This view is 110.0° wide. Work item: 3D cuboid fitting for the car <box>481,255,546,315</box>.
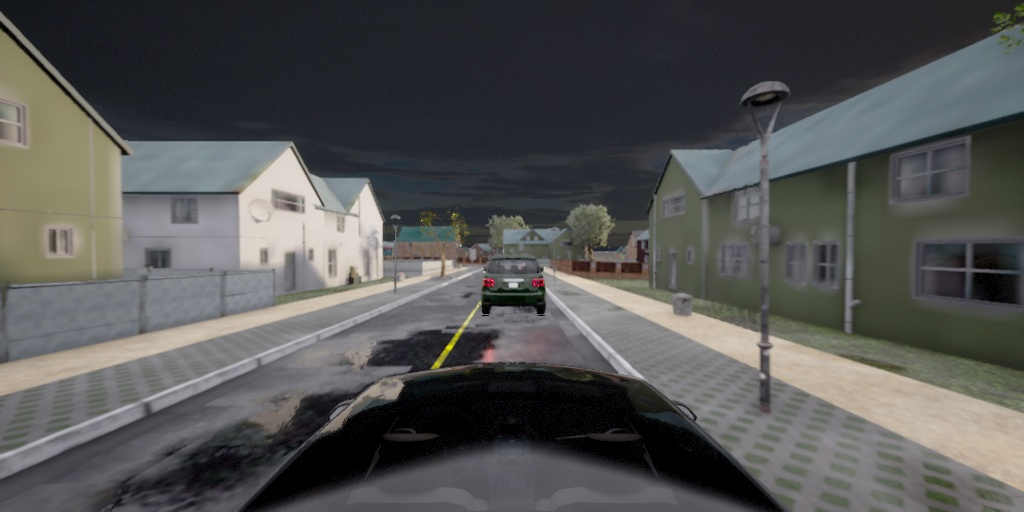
[{"bbox_3d":[0.064,0.995,13.718,2.150,2.045,5.566,0,0,0],"label":"car"}]
